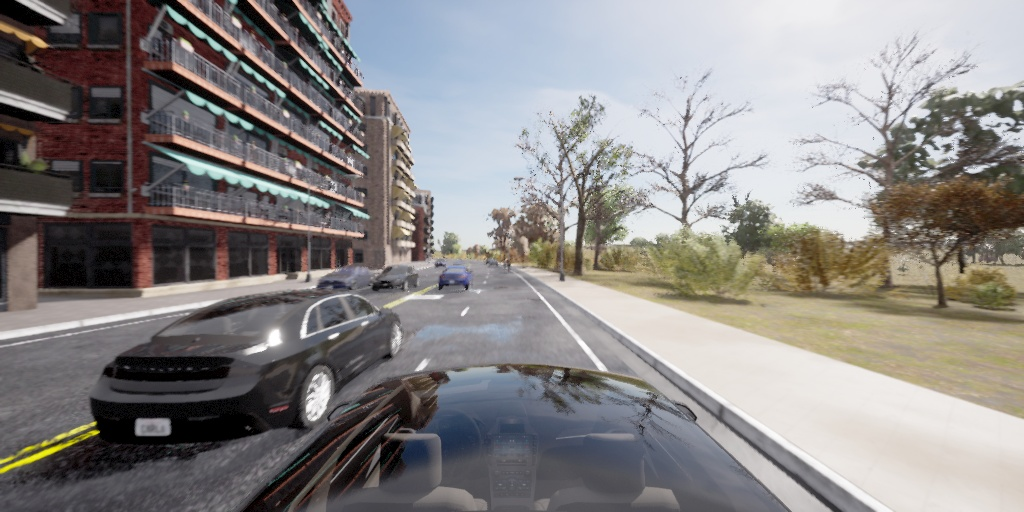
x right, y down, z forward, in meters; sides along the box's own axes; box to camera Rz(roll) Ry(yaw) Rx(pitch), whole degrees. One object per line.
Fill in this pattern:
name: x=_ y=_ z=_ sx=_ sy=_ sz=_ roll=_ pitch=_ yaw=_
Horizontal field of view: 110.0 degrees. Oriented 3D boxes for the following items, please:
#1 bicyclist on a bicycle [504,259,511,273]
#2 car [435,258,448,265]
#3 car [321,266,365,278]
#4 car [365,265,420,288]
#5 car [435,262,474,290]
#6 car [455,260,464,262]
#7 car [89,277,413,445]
bicyclist on a bicycle: x=-0.340 y=1.274 z=43.515 sx=0.582 sy=1.620 sz=1.656 roll=0 pitch=0 yaw=-3
car: x=-12.588 y=1.223 z=64.272 sx=2.097 sy=1.767 sz=4.553 roll=0 pitch=0 yaw=-5
car: x=-10.165 y=1.349 z=22.630 sx=2.033 sy=1.411 sz=5.357 roll=0 pitch=0 yaw=-2
car: x=-6.895 y=1.300 z=21.731 sx=1.837 sy=1.490 sz=4.892 roll=0 pitch=0 yaw=-2
car: x=-3.473 y=1.318 z=22.620 sx=1.812 sy=1.442 sz=4.674 roll=0 pitch=0 yaw=-2
car: x=-9.231 y=1.422 z=63.348 sx=2.033 sy=1.411 sz=5.357 roll=0 pitch=0 yaw=-5
car: x=-3.171 y=1.265 z=5.581 sx=1.837 sy=1.490 sz=4.892 roll=0 pitch=0 yaw=0
